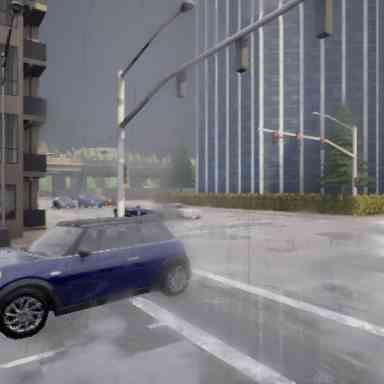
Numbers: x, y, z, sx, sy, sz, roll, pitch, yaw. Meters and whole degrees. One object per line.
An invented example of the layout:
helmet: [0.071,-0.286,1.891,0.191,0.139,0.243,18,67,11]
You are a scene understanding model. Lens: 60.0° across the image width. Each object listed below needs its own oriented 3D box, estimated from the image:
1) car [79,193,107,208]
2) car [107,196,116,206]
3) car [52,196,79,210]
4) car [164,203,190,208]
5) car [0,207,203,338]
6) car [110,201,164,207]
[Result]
car: [-14.183,1.217,46.063,2.150,2.045,5.566,0,0,-35]
car: [-13.388,1.345,51.199,2.097,1.767,4.553,0,0,-36]
car: [-16.862,1.344,43.779,2.097,1.767,4.553,0,0,-35]
car: [-1.109,1.592,27.281,1.895,1.301,4.718,0,0,-35]
car: [-2.205,1.351,6.788,4.553,1.767,2.097,0,0,-43]
car: [-4.404,1.594,25.883,1.895,1.301,4.718,0,0,-35]
